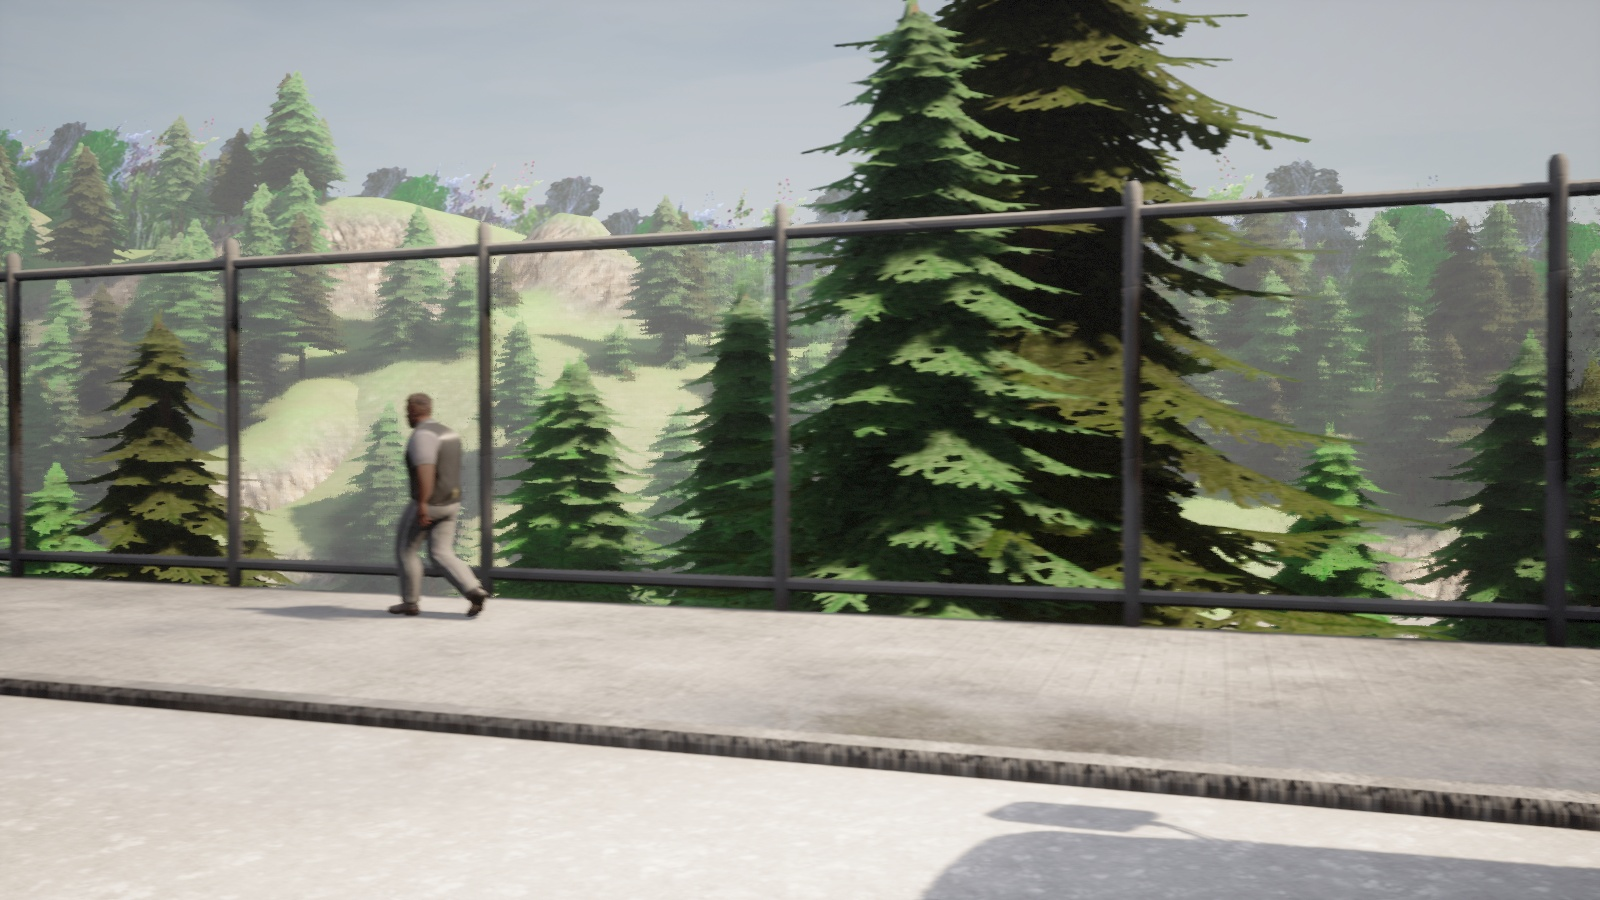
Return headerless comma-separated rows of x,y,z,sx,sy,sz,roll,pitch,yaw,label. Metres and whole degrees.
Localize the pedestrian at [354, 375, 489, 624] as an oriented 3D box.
-2.977,0.367,9.894,0.849,1.883,0.563,1,1,19,pedestrian
